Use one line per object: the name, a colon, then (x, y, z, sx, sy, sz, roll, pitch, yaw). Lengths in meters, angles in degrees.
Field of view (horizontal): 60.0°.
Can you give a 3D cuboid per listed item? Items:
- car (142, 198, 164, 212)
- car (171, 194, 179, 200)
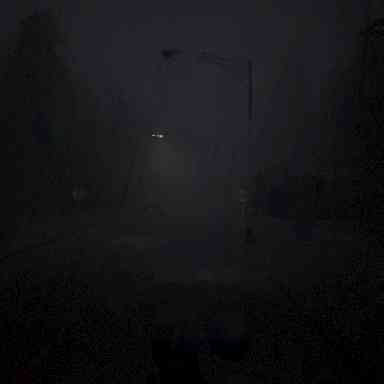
car: (-4.064, 1.312, 35.400, 2.033, 1.411, 5.357, 0, 0, 0)
car: (-3.887, 1.179, 77.149, 2.033, 1.411, 5.357, 0, 0, 0)
